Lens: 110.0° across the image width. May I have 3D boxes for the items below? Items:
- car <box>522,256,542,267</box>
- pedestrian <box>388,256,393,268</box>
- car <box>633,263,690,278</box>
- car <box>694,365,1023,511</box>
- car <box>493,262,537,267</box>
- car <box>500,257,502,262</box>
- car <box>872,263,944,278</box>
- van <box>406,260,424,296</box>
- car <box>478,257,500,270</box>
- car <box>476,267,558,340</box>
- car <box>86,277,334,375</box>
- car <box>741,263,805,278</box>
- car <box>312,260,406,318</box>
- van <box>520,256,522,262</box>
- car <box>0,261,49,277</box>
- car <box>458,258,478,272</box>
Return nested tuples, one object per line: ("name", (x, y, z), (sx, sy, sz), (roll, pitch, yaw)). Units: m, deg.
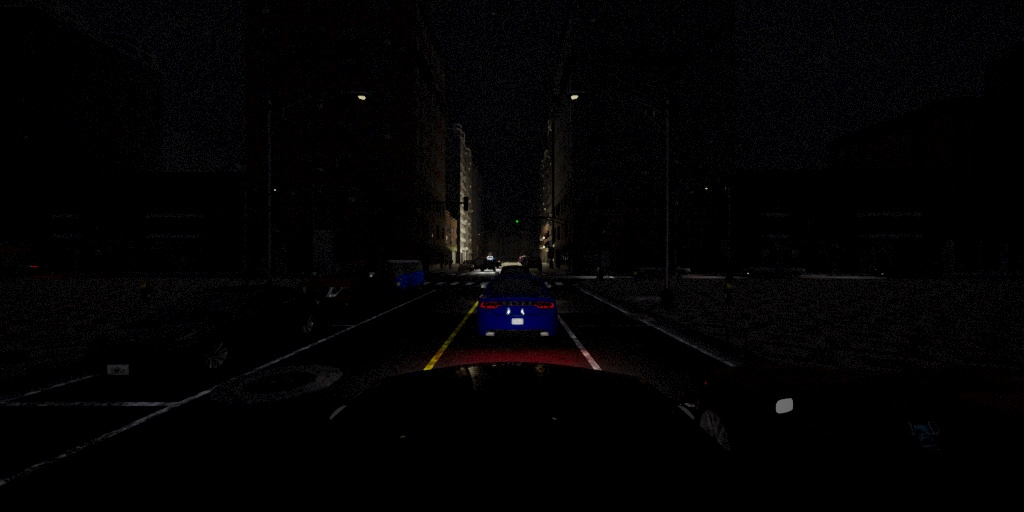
("car", (2.763, 1.003, 45.759), (2.192, 1.841, 5.009), (0, 0, 0))
("pedestrian", (-12.476, 0.846, 36.767), (0.375, 1.860, 0.375), (0, 0, 1))
("car", (13.771, 1.310, 33.266), (4.718, 1.301, 1.895), (0, 0, 1))
("car", (2.668, 1.295, 1.822), (1.888, 1.381, 4.507), (0, 0, 0))
("car", (0.134, 1.253, 19.238), (1.837, 1.490, 4.892), (0, 0, 0))
("car", (-2.965, 1.263, 56.085), (1.895, 1.301, 4.718), (0, 0, 0))
("car", (36.204, 1.325, 32.872), (4.718, 1.301, 1.895), (0, 0, 1))
("van", (-5.821, 1.089, 18.786), (1.690, 1.789, 3.998), (0, 0, 0))
("car", (-3.002, 1.235, 46.172), (2.033, 1.411, 5.357), (0, 0, 0))
("car", (0.118, 1.228, 10.022), (1.882, 1.535, 5.008), (0, 0, 0))
("car", (-5.845, 1.316, 7.505), (1.948, 1.339, 4.313), (0, 0, 0))
("car", (24.031, 1.315, 33.100), (4.718, 1.301, 1.895), (0, 0, 1))
("car", (-5.833, 1.065, 13.145), (2.192, 1.841, 5.009), (0, 0, 0))
("van", (2.798, 0.984, 62.729), (1.690, 1.789, 3.998), (0, 0, 0))
("car", (-47.484, 1.185, 34.291), (4.902, 1.511, 2.128), (0, 0, 1))
("car", (-5.764, 1.214, 45.634), (1.751, 1.417, 4.829), (0, 0, 0))
